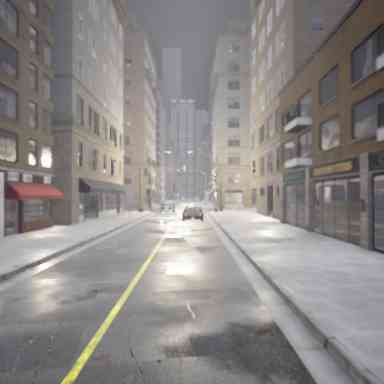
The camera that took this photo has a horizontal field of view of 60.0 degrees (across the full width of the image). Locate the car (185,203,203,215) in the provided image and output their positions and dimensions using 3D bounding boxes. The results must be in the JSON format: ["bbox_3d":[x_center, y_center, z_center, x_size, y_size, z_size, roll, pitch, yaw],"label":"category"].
[{"bbox_3d":[0.291,2.059,41.333,1.895,1.301,4.718,0,-1,5],"label":"car"}]

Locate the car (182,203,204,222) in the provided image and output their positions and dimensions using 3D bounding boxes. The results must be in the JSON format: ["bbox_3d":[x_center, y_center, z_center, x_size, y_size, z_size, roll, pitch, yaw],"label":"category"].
[{"bbox_3d":[0.082,1.939,30.022,1.895,1.301,4.718,0,-1,0],"label":"car"}]
